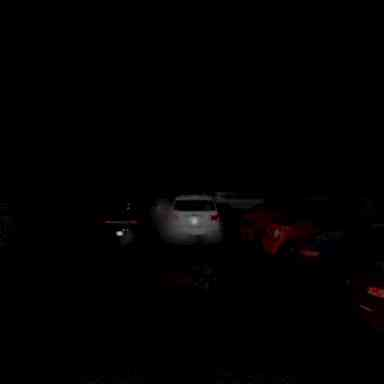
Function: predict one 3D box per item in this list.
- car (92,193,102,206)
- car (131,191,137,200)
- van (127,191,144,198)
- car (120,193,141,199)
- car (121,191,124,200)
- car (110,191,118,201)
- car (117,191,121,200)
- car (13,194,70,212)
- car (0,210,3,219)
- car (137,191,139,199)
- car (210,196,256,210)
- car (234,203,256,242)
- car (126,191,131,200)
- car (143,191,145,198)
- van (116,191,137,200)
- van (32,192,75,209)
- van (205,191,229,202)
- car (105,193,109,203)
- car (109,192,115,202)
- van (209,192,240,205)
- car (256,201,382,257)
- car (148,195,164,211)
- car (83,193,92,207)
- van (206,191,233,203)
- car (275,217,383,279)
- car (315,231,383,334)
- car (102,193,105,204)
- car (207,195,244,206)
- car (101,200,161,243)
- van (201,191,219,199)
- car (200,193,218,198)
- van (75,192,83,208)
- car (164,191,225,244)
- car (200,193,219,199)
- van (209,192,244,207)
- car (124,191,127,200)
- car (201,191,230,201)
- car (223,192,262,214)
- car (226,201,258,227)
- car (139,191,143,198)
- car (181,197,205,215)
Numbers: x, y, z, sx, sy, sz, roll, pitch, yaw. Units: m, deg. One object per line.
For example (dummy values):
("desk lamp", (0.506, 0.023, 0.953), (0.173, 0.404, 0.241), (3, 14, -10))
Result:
("car", (-15.399, 1.169, 44.967), (5.366, 1.575, 1.946), (0, 0, 0))
("car", (-15.537, 0.745, 72.757), (5.566, 2.045, 2.435), (0, 0, 0))
("van", (-15.668, 0.713, 92.210), (4.442, 1.987, 1.878), (0, 0, 0))
("car", (-15.551, 0.958, 83.873), (4.892, 1.521, 2.231), (0, 0, 0))
("car", (-15.542, 0.930, 61.641), (4.553, 1.767, 2.185), (0, 0, 0))
("car", (-15.583, 1.092, 56.084), (4.892, 1.521, 2.231), (0, 0, 0))
("car", (-15.544, 0.946, 58.860), (4.553, 1.767, 2.185), (0, 0, 0))
("car", (-15.586, 1.254, 33.850), (4.892, 1.521, 2.231), (0, 0, 0))
("car", (-15.571, 1.359, 22.732), (4.792, 1.488, 2.163), (0, 0, 0))
("car", (-15.378, 0.982, 75.536), (5.366, 1.575, 1.946), (0, 0, 0))
("car", (4.633, 1.258, 38.062), (5.008, 1.535, 2.097), (0, 0, 0))
("car", (4.642, 1.441, 16.125), (4.674, 1.452, 2.002), (0, 0, 0))
("car", (-15.563, 1.024, 67.200), (4.892, 1.521, 2.231), (0, 0, 0))
("car", (-15.526, 0.979, 86.652), (4.792, 1.488, 2.163), (0, 0, 0))
("van", (-15.445, 0.749, 78.314), (4.442, 1.987, 1.878), (0, 0, 0))
("van", (-15.707, 1.008, 36.628), (4.442, 1.987, 1.878), (0, 0, 0))
("van", (4.752, 0.845, 63.002), (4.442, 1.987, 1.878), (0, 0, 0))
("car", (-15.612, 1.005, 50.525), (4.553, 1.767, 2.185), (0, 0, 0))
("car", (-15.574, 1.111, 53.307), (5.008, 1.535, 2.097), (0, 0, 0))
("van", (4.754, 0.943, 49.216), (4.442, 1.987, 1.878), (0, 0, 0))
("car", (4.609, 1.303, 10.608), (4.553, 1.767, 2.185), (0, 0, 0))
("car", (-2.905, 1.321, 32.969), (1.837, 1.490, 4.892), (0, 0, 0))
("car", (-15.589, 1.233, 42.188), (4.674, 1.452, 2.002), (0, 0, 0))
("van", (4.753, 0.881, 57.489), (4.442, 1.987, 1.878), (0, 0, 0))
("car", (4.638, 1.481, 7.981), (4.674, 1.452, 2.002), (0, 0, 0))
("car", (4.638, 1.494, 5.093), (4.674, 1.452, 2.002), (0, 0, 0))
("car", (-15.577, 1.151, 47.747), (5.008, 1.535, 2.097), (0, 0, 0))
("car", (4.643, 1.191, 46.460), (5.008, 1.535, 2.097), (0, 0, 0))
("car", (-2.903, 1.392, 15.734), (2.128, 1.511, 4.902), (0, 1, 0))
("van", (4.516, 0.742, 84.936), (4.442, 1.987, 1.878), (0, 0, 0))
("car", (4.627, 0.953, 90.574), (4.892, 1.521, 2.231), (0, 0, 0))
("van", (-15.705, 0.988, 39.407), (4.442, 1.987, 1.878), (0, 0, 0))
("car", (0.094, 1.130, 15.364), (2.150, 2.045, 5.566), (0, 1, 0))
("car", (4.627, 0.960, 87.818), (4.892, 1.521, 2.231), (0, 0, 0))
("van", (4.521, 0.988, 43.701), (4.442, 1.987, 1.878), (0, 0, 0))
("car", (-15.568, 1.078, 64.421), (4.674, 1.452, 2.002), (0, 0, 0))
("car", (4.664, 0.802, 65.760), (5.566, 2.045, 2.435), (0, 0, 0))
("car", (4.669, 1.153, 35.304), (4.553, 1.767, 2.185), (0, 0, 0))
("car", (4.610, 1.416, 18.882), (4.792, 1.488, 2.163), (0, 0, 0))
("car", (-15.531, 0.713, 81.092), (5.566, 2.045, 2.435), (0, 0, 0))
("car", (0.095, 1.311, 32.558), (2.128, 1.511, 4.902), (0, 0, 0))
